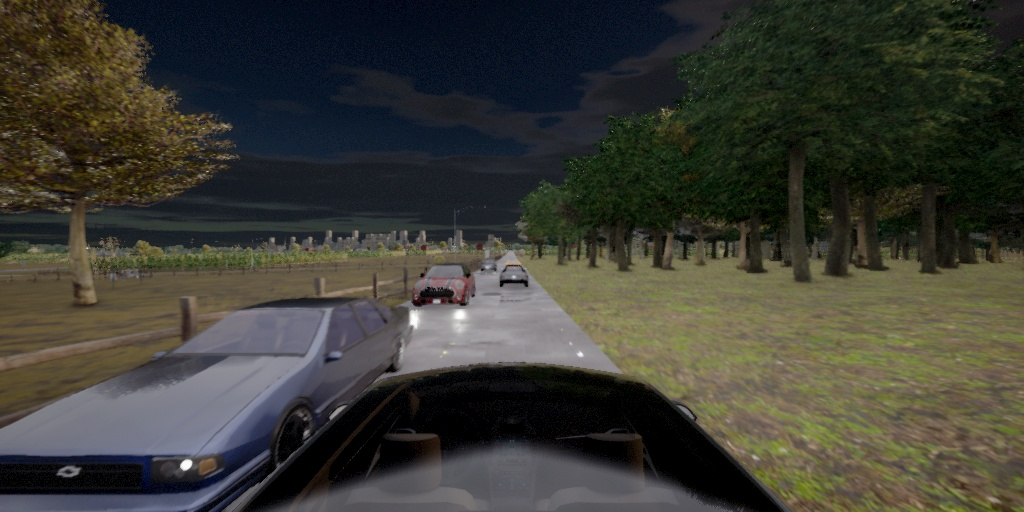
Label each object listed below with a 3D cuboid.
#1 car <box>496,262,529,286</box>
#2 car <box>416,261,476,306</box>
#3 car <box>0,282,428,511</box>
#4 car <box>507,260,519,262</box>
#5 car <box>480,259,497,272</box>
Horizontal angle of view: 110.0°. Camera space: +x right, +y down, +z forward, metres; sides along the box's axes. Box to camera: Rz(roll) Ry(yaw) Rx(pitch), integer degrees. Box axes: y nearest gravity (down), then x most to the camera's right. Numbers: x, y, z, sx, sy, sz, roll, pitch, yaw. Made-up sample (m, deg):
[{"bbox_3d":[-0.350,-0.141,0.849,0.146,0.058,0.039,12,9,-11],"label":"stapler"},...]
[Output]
[{"bbox_3d":[0.132,1.305,24.973,1.994,1.385,4.181,0,0,0],"label":"car"},{"bbox_3d":[-2.789,1.101,15.613,2.097,1.767,4.553,0,0,0],"label":"car"},{"bbox_3d":[-2.841,1.298,4.882,2.033,1.411,5.357,0,0,0],"label":"car"},{"bbox_3d":[0.154,1.166,42.264,1.882,1.535,5.008,0,0,0],"label":"car"},{"bbox_3d":[-2.774,1.174,43.722,2.128,1.511,4.902,0,0,0],"label":"car"}]
